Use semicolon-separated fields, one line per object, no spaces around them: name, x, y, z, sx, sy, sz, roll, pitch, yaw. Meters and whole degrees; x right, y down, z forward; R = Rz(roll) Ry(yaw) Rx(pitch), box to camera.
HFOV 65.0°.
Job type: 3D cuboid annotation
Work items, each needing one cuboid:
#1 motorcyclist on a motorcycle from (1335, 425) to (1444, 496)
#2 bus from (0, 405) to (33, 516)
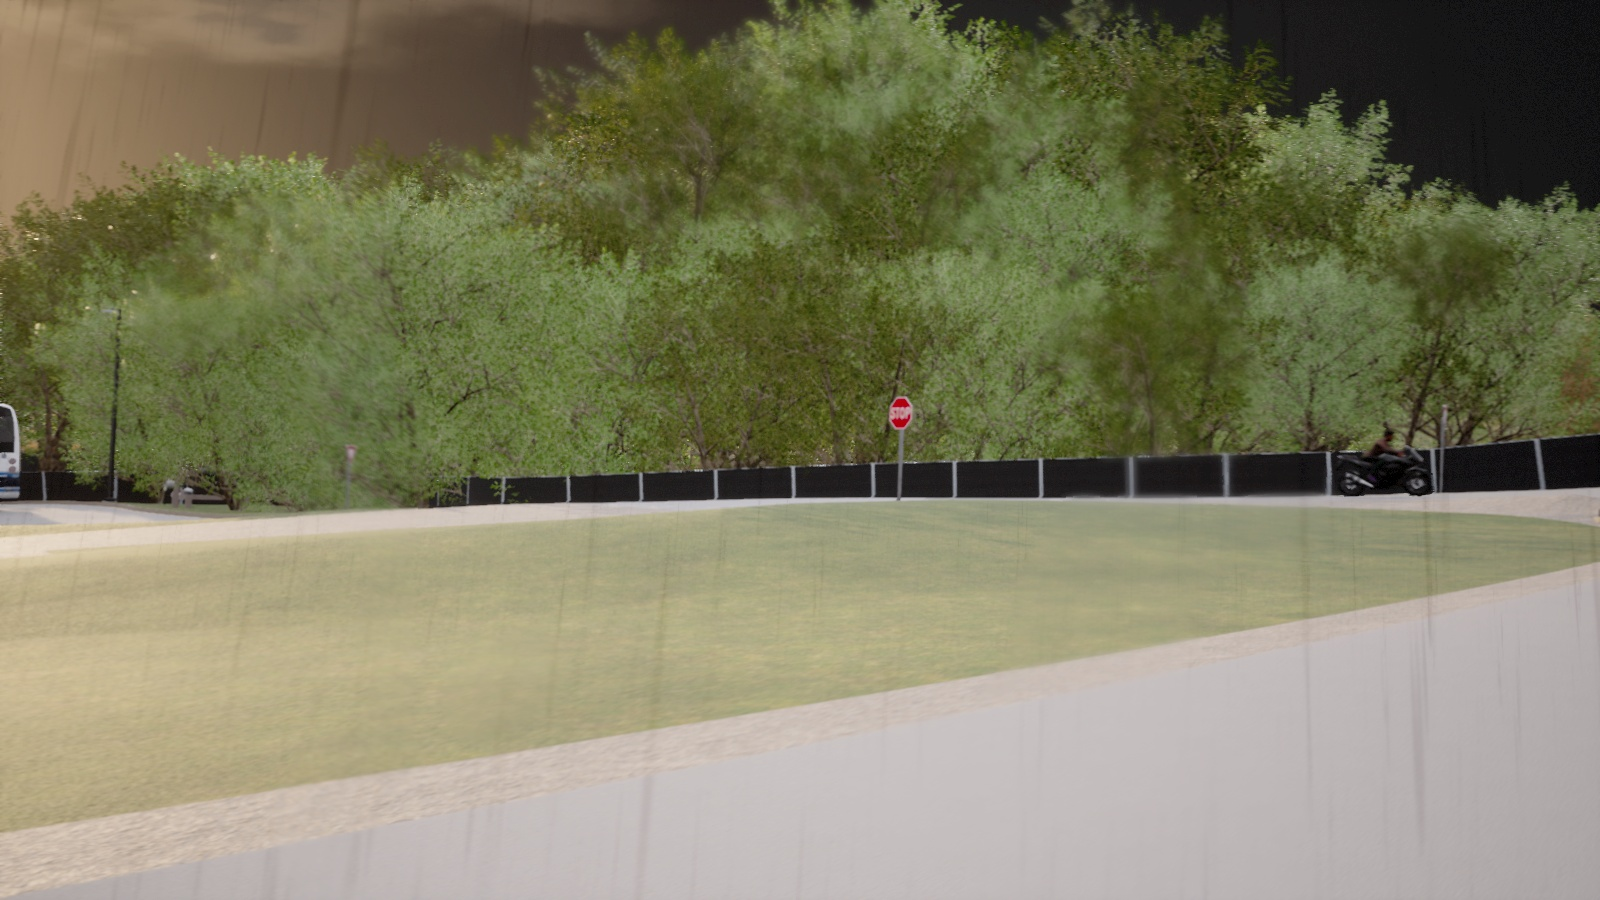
motorcyclist on a motorcycle;13.261;0.262;28.282;2.044;1.523;0.797;-3;-3;39
bus;-35.044;0.417;51.196;10.273;4.253;3.944;0;-1;44
